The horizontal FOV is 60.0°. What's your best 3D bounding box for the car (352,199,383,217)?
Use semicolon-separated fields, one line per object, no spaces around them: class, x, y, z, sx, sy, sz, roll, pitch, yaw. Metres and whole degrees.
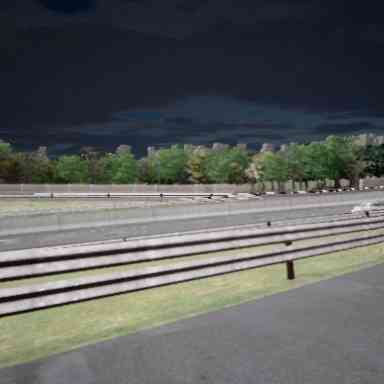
car;19.202;1.798;35.634;4.674;1.442;1.812;-3;2;-26
